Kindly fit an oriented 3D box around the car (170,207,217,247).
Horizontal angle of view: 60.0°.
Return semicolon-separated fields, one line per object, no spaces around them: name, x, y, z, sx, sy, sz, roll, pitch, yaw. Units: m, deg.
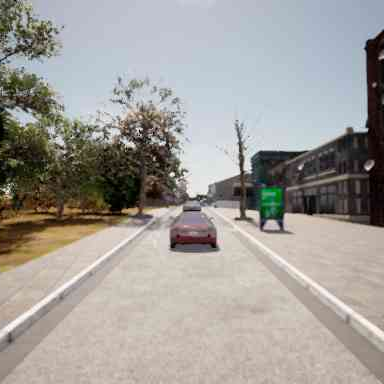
car;0.049;1.587;15.103;1.994;1.385;4.181;0;0;0

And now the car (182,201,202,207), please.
car;-0.009;1.619;32.902;2.033;1.411;5.357;0;-1;0
